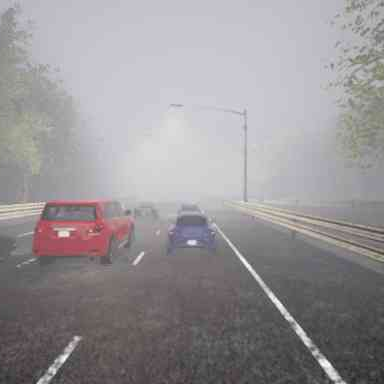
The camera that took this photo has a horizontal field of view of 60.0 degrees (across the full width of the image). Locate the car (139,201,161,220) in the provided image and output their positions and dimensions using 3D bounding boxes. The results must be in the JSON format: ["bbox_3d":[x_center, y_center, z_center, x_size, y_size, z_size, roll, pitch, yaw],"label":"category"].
[{"bbox_3d":[-3.719,1.521,27.897,2.128,1.511,4.902,0,0,-1],"label":"car"}]

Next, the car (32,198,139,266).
[{"bbox_3d":[-3.499,1.232,11.770,2.150,2.045,5.566,0,0,0],"label":"car"}]

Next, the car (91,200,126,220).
[{"bbox_3d":[-7.242,1.510,29.393,1.882,1.535,5.008,0,0,-1],"label":"car"}]

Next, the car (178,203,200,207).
[{"bbox_3d":[-0.228,1.592,28.396,1.994,1.385,4.181,0,0,-1],"label":"car"}]

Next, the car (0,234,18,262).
[{"bbox_3d":[-6.997,1.554,9.140,2.033,1.411,5.357,0,0,0],"label":"car"}]

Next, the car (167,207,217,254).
[{"bbox_3d":[-0.007,1.534,13.511,1.812,1.442,4.674,0,0,0],"label":"car"}]
